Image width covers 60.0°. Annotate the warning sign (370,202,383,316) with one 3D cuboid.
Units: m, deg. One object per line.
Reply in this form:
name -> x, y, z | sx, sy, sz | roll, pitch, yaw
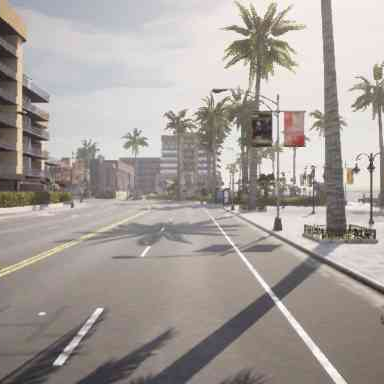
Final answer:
warning sign -> 3.800, 1.112, 5.361 | 1.300, 1.860, 1.060 | 0, 0, 0
